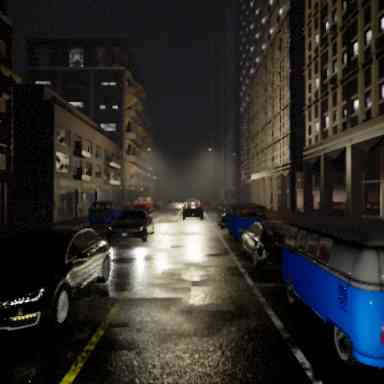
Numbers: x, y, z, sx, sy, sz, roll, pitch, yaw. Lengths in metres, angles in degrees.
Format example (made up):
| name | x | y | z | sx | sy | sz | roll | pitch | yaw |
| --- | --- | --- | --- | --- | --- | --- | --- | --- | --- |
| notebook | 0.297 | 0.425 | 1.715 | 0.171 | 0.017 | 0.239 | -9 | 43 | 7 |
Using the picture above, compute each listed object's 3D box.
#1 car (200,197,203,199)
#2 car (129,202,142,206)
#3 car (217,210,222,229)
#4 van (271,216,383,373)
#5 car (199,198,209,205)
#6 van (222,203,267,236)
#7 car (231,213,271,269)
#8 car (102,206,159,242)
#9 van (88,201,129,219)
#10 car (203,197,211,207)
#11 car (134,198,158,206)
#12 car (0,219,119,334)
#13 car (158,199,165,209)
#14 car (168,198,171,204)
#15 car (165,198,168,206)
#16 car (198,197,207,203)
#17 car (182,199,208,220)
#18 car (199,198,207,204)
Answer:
| name | x | y | z | sx | sy | sz | roll | pitch | yaw |
| --- | --- | --- | --- | --- | --- | --- | --- | --- | --- |
| car | 0.084 | 1.680 | 45.548 | 2.097 | 1.767 | 4.553 | 0 | 0 | 0 |
| car | -5.699 | 1.782 | 28.153 | 1.802 | 1.307 | 4.206 | 0 | 0 | 0 |
| car | 2.683 | 1.725 | 22.508 | 1.947 | 1.339 | 4.313 | 0 | 0 | 0 |
| van | 2.689 | 1.380 | 5.564 | 1.690 | 1.788 | 3.998 | 0 | 0 | 0 |
| car | 2.666 | 2.109 | 73.343 | 1.947 | 1.339 | 4.313 | 0 | 0 | 0 |
| van | 2.686 | 1.460 | 16.861 | 1.690 | 1.788 | 3.998 | 0 | 0 | 0 |
| car | 2.687 | 1.630 | 11.211 | 2.008 | 1.369 | 4.403 | 0 | 0 | 0 |
| car | -3.006 | 1.647 | 17.137 | 1.812 | 1.442 | 4.674 | 0 | 0 | 0 |
| van | -5.697 | 1.500 | 22.506 | 1.690 | 1.788 | 3.998 | 0 | 0 | 0 |
| car | 2.669 | 2.035 | 62.046 | 1.802 | 1.307 | 4.206 | 0 | 0 | 0 |
| car | -5.703 | 1.598 | 39.452 | 2.192 | 1.841 | 5.009 | 0 | 0 | 0 |
| car | -3.096 | 1.557 | 7.141 | 1.837 | 1.490 | 4.892 | 0 | -1 | 0 |
| car | -5.707 | 1.933 | 50.747 | 1.947 | 1.339 | 4.313 | 0 | 0 | 0 |
| car | -5.713 | 2.022 | 67.522 | 1.752 | 1.417 | 4.829 | 0 | 0 | 0 |
| car | -5.708 | 1.961 | 56.395 | 2.008 | 1.369 | 4.403 | 0 | 0 | 0 |
| car | 2.661 | 2.075 | 84.641 | 1.967 | 1.590 | 4.097 | 0 | 0 | 0 |
| car | 0.090 | 1.708 | 30.280 | 2.128 | 1.511 | 4.902 | 0 | 0 | 0 |
| car | 2.663 | 2.170 | 78.992 | 1.802 | 1.307 | 4.206 | 0 | 0 | 0 |
